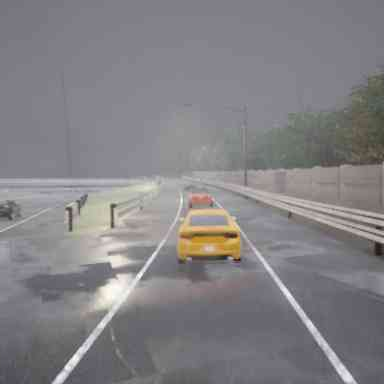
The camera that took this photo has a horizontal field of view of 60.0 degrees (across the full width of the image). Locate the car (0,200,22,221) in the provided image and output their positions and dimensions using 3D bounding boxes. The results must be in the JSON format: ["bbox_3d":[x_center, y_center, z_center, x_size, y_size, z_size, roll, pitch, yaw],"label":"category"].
[{"bbox_3d":[-14.473,1.374,25.603,1.837,1.490,4.892,-1,1,-16],"label":"car"}]

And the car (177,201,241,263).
[{"bbox_3d":[0.553,1.332,11.581,1.882,1.535,5.008,-1,2,2],"label":"car"}]

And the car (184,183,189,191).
[{"bbox_3d":[-0.345,-0.917,55.671,1.895,1.301,4.718,-1,4,-4],"label":"car"}]

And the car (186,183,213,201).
[{"bbox_3d":[0.758,0.352,30.960,2.097,1.767,4.553,-1,3,-1],"label":"car"}]
